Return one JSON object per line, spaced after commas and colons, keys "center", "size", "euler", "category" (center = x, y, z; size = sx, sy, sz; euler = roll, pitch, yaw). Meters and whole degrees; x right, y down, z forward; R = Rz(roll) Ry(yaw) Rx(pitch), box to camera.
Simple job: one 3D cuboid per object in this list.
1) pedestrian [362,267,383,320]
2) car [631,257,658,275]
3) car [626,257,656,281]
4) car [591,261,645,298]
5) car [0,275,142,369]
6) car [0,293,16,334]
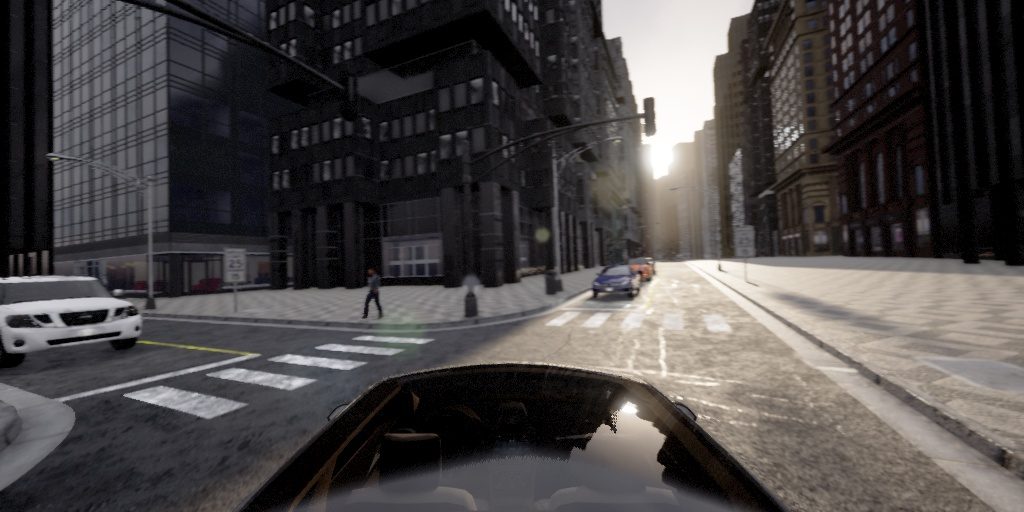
{"center": [-4.790, 1.268, 12.318], "size": [0.375, 1.860, 0.375], "euler": [-3, -2, 24], "category": "pedestrian"}
{"center": [13.457, 0.955, 36.161], "size": [2.128, 1.511, 4.902], "euler": [-3, -1, 24], "category": "car"}
{"center": [9.378, 0.902, 27.085], "size": [2.097, 1.767, 4.553], "euler": [-3, -1, 24], "category": "car"}
{"center": [5.300, 1.173, 17.951], "size": [1.812, 1.442, 4.674], "euler": [-3, -1, 26], "category": "car"}
{"center": [-12.454, 1.547, 9.613], "size": [5.566, 2.045, 2.150], "euler": [-3, -2, 26], "category": "car"}
{"center": [-21.542, 2.240, 13.676], "size": [4.902, 1.511, 2.128], "euler": [-3, -2, 24], "category": "car"}
